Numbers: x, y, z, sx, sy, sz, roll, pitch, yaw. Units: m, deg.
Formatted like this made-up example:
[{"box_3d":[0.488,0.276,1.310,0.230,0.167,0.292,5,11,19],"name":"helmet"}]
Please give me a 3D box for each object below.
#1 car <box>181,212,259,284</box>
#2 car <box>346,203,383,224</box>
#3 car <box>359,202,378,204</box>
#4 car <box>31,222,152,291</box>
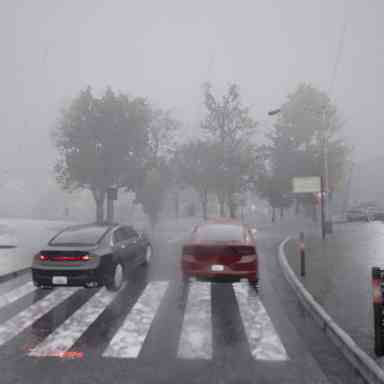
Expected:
[{"box_3d":[0.911,1.539,9.844,1.882,1.535,5.008,-1,0,8],"name":"car"},{"box_3d":[16.353,2.117,31.030,4.902,1.511,2.128,0,-4,-36],"name":"car"},{"box_3d":[28.784,2.782,55.379,2.150,2.045,5.566,1,-4,-9],"name":"car"},{"box_3d":[-2.453,1.599,9.279,1.837,1.490,4.892,-1,-1,7],"name":"car"}]
